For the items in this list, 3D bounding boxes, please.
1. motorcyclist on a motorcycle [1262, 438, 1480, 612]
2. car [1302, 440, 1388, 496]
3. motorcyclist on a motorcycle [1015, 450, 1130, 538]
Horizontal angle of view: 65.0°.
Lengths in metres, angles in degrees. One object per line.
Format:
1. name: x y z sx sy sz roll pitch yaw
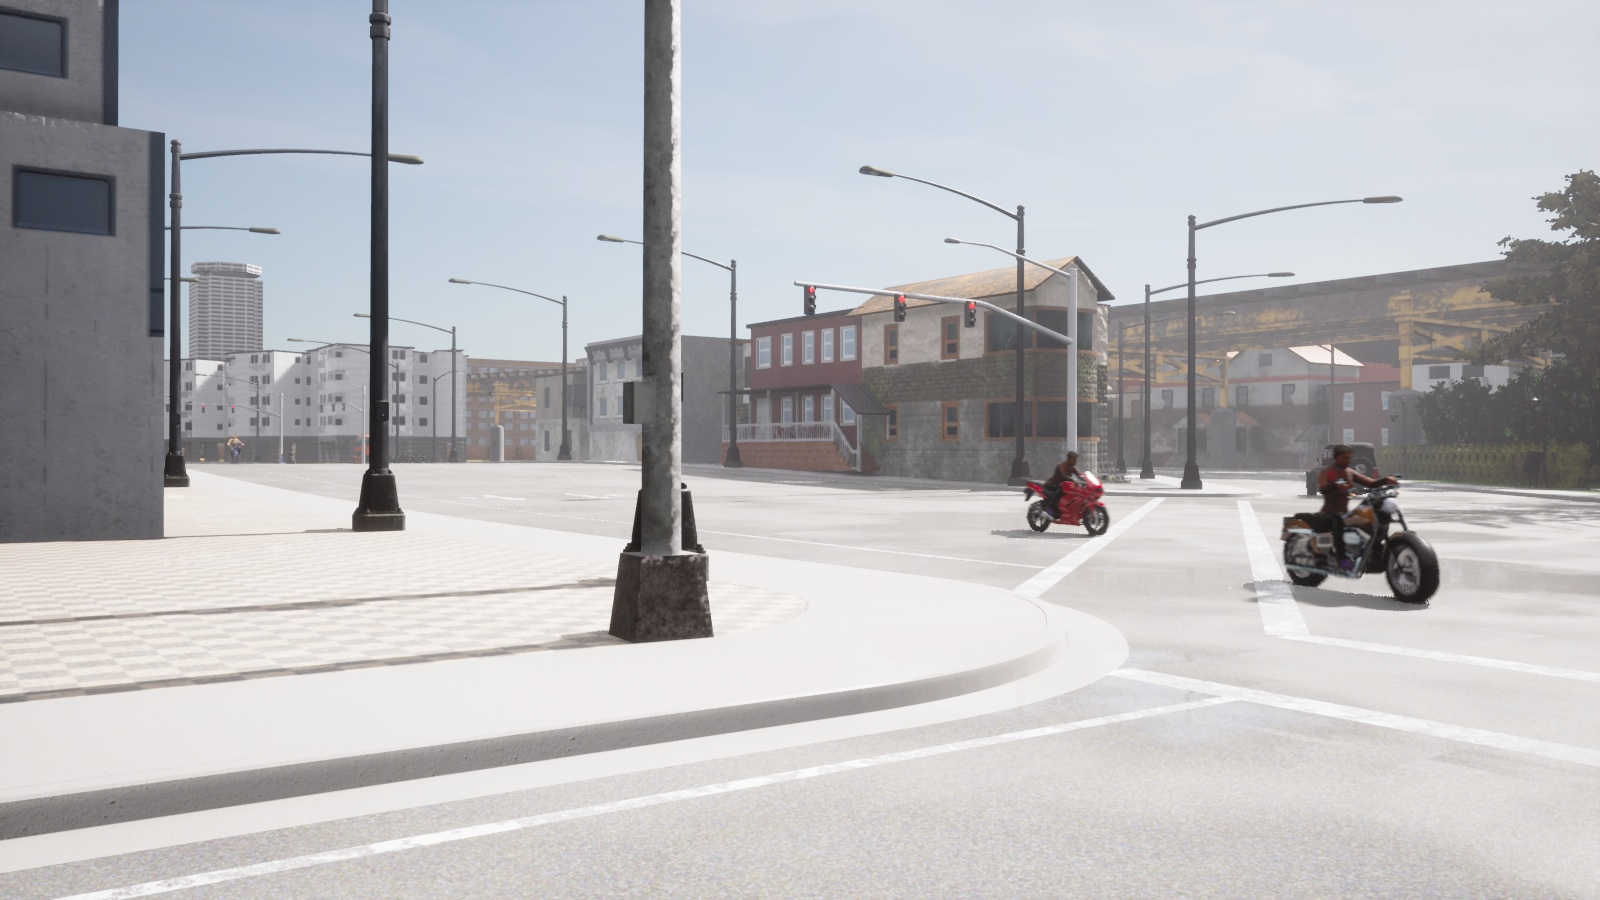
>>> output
1. motorcyclist on a motorcycle: 5.950 0.716 13.278 0.766 1.649 2.350 -1 0 -15
2. car: 19.059 0.608 44.089 1.905 1.878 3.866 0 0 10
3. motorcyclist on a motorcycle: 4.933 0.765 22.877 0.797 1.523 2.044 0 0 -35
